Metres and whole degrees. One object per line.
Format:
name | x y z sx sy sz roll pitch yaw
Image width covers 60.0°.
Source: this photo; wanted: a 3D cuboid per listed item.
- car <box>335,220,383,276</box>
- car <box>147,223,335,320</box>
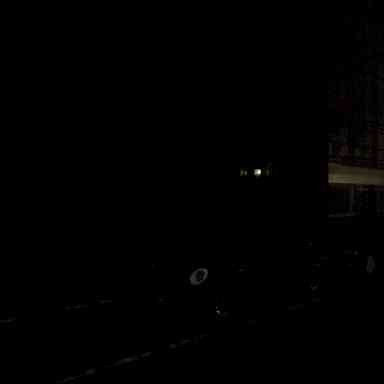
car | 5.586 1.619 10.666 4.507 1.381 1.887 0 0 -36
car | 1.038 1.481 7.334 4.097 1.590 1.967 0 0 -36
